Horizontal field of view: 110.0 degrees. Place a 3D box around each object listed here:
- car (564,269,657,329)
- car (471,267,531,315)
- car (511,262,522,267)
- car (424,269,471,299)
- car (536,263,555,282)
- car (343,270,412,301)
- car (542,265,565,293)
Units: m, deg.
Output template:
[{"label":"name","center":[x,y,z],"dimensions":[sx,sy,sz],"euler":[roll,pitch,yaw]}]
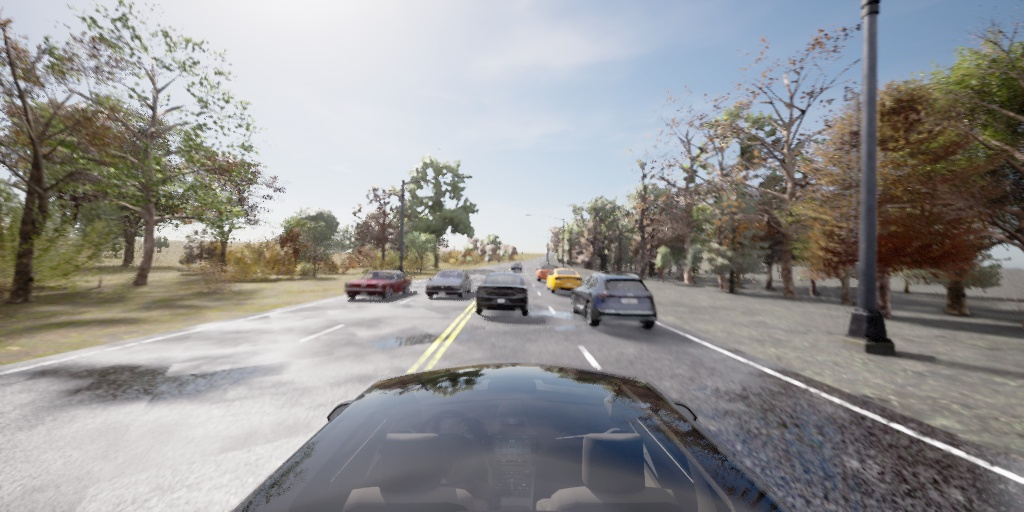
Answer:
[{"label":"car","center":[3.254,1.364,12.190],"dimensions":[2.033,1.649,4.856],"euler":[1,-1,0]},{"label":"car","center":[-0.285,1.385,14.569],"dimensions":[1.882,1.535,5.008],"euler":[2,0,2]},{"label":"car","center":[0.792,1.964,60.487],"dimensions":[1.895,1.301,4.718],"euler":[1,-2,2]},{"label":"car","center":[-3.316,1.446,19.771],"dimensions":[2.033,1.411,5.357],"euler":[1,-1,0]},{"label":"car","center":[3.418,1.539,34.094],"dimensions":[2.097,1.767,4.553],"euler":[1,-1,1]},{"label":"car","center":[-6.573,1.407,18.087],"dimensions":[1.895,1.301,4.718],"euler":[1,-1,0]},{"label":"car","center":[3.302,1.543,23.156],"dimensions":[1.882,1.535,5.008],"euler":[1,-1,0]}]
